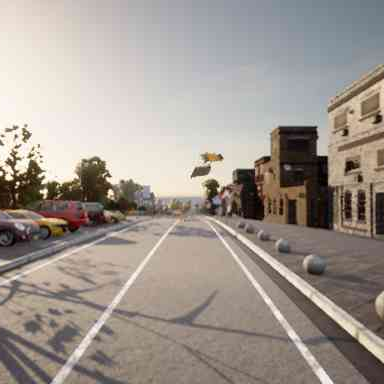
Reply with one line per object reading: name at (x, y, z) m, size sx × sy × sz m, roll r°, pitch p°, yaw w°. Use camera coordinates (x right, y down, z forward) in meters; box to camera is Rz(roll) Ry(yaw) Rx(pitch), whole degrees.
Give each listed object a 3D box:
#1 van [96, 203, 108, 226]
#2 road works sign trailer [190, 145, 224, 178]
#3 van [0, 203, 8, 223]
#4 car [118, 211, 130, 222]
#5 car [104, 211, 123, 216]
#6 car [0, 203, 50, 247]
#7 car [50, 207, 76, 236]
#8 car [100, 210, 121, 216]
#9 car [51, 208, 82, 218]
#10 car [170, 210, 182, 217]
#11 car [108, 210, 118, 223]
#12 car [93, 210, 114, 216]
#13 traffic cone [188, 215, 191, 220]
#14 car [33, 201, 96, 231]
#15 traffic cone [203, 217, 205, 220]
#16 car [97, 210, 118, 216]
van at (-9.632, 1.873, 27.568) m, size 4.442 × 1.987 × 1.878 m, roll 0°, pitch -2°, yaw 0°
road works sign trailer at (1.165, -3.082, 35.647) m, size 2.380 × 3.560 × 2.880 m, roll -9°, pitch 49°, yaw -39°
van at (-21.694, 2.161, 34.116) m, size 4.442 × 1.987 × 1.878 m, roll 0°, pitch -3°, yaw 0°
car at (-9.355, 2.355, 33.509) m, size 5.366 × 1.575 × 1.946 m, roll 0°, pitch -3°, yaw 0°
car at (-21.728, 5.920, 91.996) m, size 4.674 × 1.452 × 2.002 m, roll 0°, pitch -4°, yaw 0°
car at (-9.464, 1.541, 15.427) m, size 4.553 × 1.767 × 2.185 m, roll 0°, pitch -2°, yaw 0°
car at (-9.463, 1.766, 18.457) m, size 5.008 × 1.535 × 2.097 m, roll 0°, pitch -2°, yaw 0°
car at (-21.751, 5.682, 88.856) m, size 5.008 × 1.535 × 2.097 m, roll 0°, pitch -4°, yaw 0°
car at (-21.922, 3.620, 58.039) m, size 4.553 × 1.767 × 2.185 m, roll 0°, pitch -4°, yaw 0°
car at (-3.114, 4.594, 70.997) m, size 1.882 × 1.535 × 5.008 m, roll 0°, pitch -4°, yaw 0°
car at (-9.559, 2.099, 30.598) m, size 4.553 × 1.767 × 2.185 m, roll 0°, pitch -3°, yaw 0°
car at (-21.773, 5.311, 82.317) m, size 4.674 × 1.452 × 2.002 m, roll 0°, pitch -4°, yaw 0°
traffic cone at (-0.341, 3.489, 45.729) m, size 0.340 × 0.580 × 0.340 m, roll 0°, pitch -3°, yaw 0°
car at (-9.512, 1.610, 21.381) m, size 5.566 × 2.045 × 2.435 m, roll 0°, pitch -2°, yaw 0°
traffic cone at (1.658, 3.489, 45.726) m, size 0.340 × 0.580 × 0.340 m, roll 0°, pitch -3°, yaw 0°
car at (-21.755, 5.478, 85.589) m, size 4.892 × 1.521 × 2.231 m, roll 0°, pitch -4°, yaw 0°
